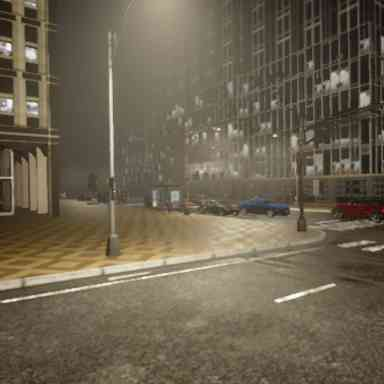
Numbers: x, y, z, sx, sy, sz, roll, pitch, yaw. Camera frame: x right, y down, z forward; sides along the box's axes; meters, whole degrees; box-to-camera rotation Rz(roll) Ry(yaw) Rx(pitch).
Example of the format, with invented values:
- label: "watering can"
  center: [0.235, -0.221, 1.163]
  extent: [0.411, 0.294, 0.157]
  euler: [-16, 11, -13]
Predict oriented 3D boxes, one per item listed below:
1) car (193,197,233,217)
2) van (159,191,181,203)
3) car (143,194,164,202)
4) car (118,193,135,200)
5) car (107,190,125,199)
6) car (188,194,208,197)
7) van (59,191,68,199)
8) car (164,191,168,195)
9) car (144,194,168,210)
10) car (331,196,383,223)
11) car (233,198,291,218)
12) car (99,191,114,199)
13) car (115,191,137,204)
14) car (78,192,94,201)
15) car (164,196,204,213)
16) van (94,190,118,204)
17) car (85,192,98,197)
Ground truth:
- label: "car"
  center: [2.297, 1.393, 29.128]
  extent: [1.947, 1.339, 4.313]
  euler: [-1, 1, -34]
- label: "van"
  center: [-3.508, 0.806, 52.694]
  extent: [1.690, 1.788, 3.998]
  euler: [-1, 1, -34]
- label: "car"
  center: [-6.714, 0.994, 57.389]
  extent: [1.802, 1.307, 4.206]
  euler: [-1, 1, -34]
- label: "car"
  center: [-13.129, 0.886, 66.774]
  extent: [1.802, 1.307, 4.206]
  euler: [-1, 1, -34]
- label: "car"
  center: [-16.338, 0.565, 71.462]
  extent: [2.192, 1.841, 5.009]
  euler: [-1, 1, -34]
- label: "car"
  center: [0.920, 1.071, 35.944]
  extent: [2.097, 1.767, 4.553]
  euler: [-1, 1, -34]
- label: "van"
  center: [-29.670, 0.633, 76.119]
  extent: [1.690, 1.788, 3.998]
  euler: [-1, 1, -34]
- label: "car"
  center: [-4.554, 0.983, 43.966]
  extent: [2.097, 1.767, 4.553]
  euler: [-1, 1, -34]
- label: "car"
  center: [-4.056, 1.287, 38.557]
  extent: [1.947, 1.339, 4.313]
  euler: [-1, 1, -34]
- label: "car"
  center: [12.483, 1.167, 24.198]
  extent: [2.097, 1.767, 4.553]
  euler: [-1, 1, -27]
- label: "car"
  center: [6.090, 1.281, 28.381]
  extent: [1.882, 1.535, 5.008]
  euler: [-1, 1, -34]
- label: "car"
  center: [-19.545, 0.636, 76.155]
  extent: [1.967, 1.590, 4.097]
  euler: [-1, 1, -34]
- label: "car"
  center: [-10.325, 1.060, 52.492]
  extent: [1.812, 1.442, 4.674]
  euler: [-1, 1, -34]
- label: "car"
  center: [-20.048, 1.006, 62.045]
  extent: [2.008, 1.369, 4.403]
  euler: [-1, 1, -34]
- label: "car"
  center: [-0.897, 1.356, 33.832]
  extent: [1.802, 1.307, 4.206]
  euler: [-1, 1, -34]
- label: "van"
  center: [-13.633, 0.904, 52.659]
  extent: [1.690, 1.788, 3.998]
  euler: [-1, 1, -34]
- label: "car"
  center: [-25.959, 0.637, 85.541]
  extent: [2.008, 1.369, 4.403]
  euler: [-1, 1, -34]
